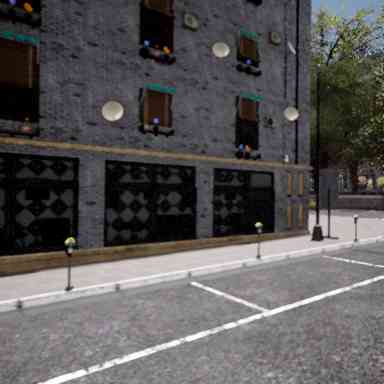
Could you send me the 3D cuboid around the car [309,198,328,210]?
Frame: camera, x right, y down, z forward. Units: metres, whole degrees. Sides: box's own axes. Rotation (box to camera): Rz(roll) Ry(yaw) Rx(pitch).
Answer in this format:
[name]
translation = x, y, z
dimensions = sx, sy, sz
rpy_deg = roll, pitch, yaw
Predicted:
[car]
translation = 13.564, 1.366, 39.217
dimensions = 1.752, 1.417, 4.829
rpy_deg = 1, 0, -35
